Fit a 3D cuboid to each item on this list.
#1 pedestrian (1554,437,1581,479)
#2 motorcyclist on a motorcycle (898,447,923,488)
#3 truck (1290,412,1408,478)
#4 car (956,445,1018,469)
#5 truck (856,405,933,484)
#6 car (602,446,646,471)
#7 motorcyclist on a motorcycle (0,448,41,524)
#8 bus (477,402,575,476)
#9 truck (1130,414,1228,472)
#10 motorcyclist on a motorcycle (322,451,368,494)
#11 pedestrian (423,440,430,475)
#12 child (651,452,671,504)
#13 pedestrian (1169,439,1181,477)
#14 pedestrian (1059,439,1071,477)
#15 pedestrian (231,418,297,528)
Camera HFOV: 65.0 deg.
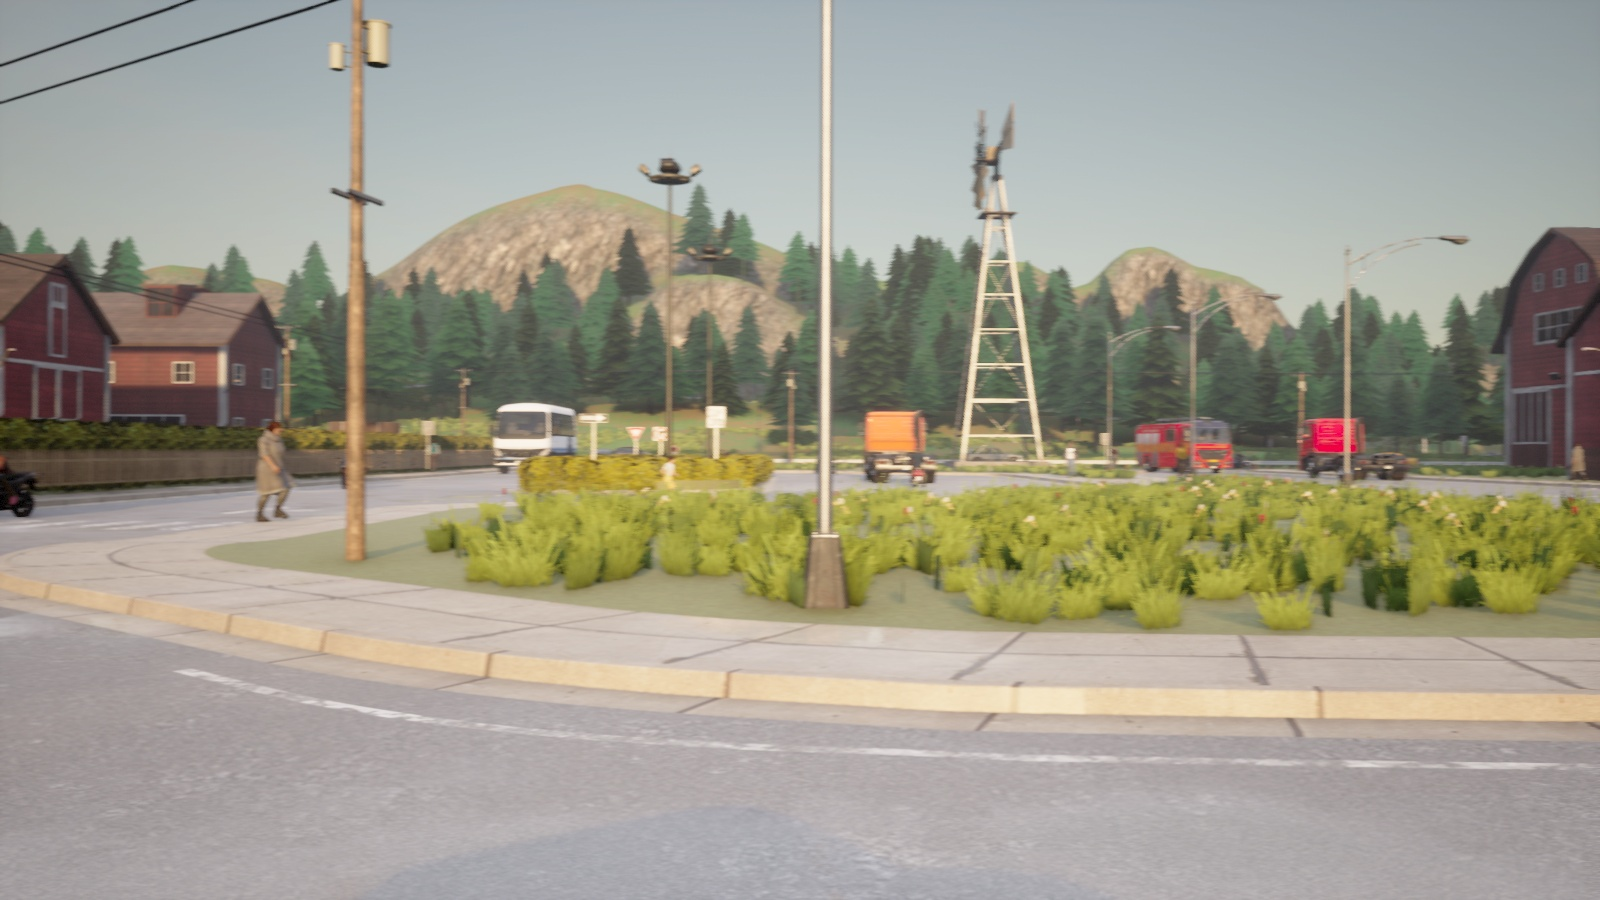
[{"bbox_3d":[36.003,0.370,58.898,0.659,1.952,0.873,0,0,-13],"label":"pedestrian"},{"bbox_3d":[4.391,0.692,50.009,0.866,1.590,1.817,0,0,0],"label":"motorcyclist on a motorcycle"},{"bbox_3d":[29.990,-0.259,69.051,2.891,3.462,7.936,0,0,-1],"label":"truck"},{"bbox_3d":[14.618,0.544,98.326,4.605,1.855,1.932,0,0,0],"label":"car"},{"bbox_3d":[4.301,-0.244,58.792,2.891,3.462,7.936,0,0,-1],"label":"truck"},{"bbox_3d":[-12.899,0.600,92.254,2.097,1.767,4.553,0,0,7],"label":"car"},{"bbox_3d":[-16.499,0.735,25.372,0.797,1.523,2.044,-2,0,10],"label":"motorcyclist on a motorcycle"},{"bbox_3d":[-16.698,-0.631,77.414,3.944,4.253,10.273,0,0,-1],"label":"bus"},{"bbox_3d":[26.093,-0.443,86.920,2.891,3.827,8.468,0,0,-11],"label":"truck"},{"bbox_3d":[-16.364,0.785,45.210,0.866,1.530,2.191,0,0,-1],"label":"motorcyclist on a motorcycle"},{"bbox_3d":[-20.502,0.404,68.912,0.396,1.930,0.692,0,0,-16],"label":"pedestrian"},{"bbox_3d":[-3.418,0.681,30.894,0.437,1.263,0.270,0,0,-30],"label":"child"},{"bbox_3d":[18.473,0.385,61.792,0.370,1.835,0.726,0,0,-1],"label":"pedestrian"},{"bbox_3d":[13.117,0.388,62.143,0.354,1.836,0.706,0,0,-8],"label":"pedestrian"},{"bbox_3d":[-9.649,0.404,22.616,0.873,1.952,0.659,0,0,14],"label":"pedestrian"}]
